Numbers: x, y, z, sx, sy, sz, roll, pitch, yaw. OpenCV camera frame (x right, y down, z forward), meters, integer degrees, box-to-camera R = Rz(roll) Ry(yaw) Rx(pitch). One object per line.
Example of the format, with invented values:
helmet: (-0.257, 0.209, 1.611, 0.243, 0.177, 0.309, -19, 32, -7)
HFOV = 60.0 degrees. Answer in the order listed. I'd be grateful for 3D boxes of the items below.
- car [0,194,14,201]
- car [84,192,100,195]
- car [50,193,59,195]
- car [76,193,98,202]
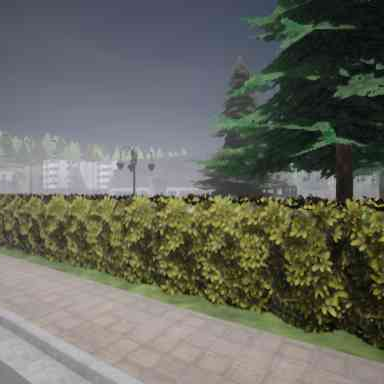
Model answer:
car: (-43.666, 1.269, 76.470, 2.007, 1.523, 4.514, 0, 0, 39)
car: (-18.837, 1.065, 66.043, 1.932, 1.855, 4.605, 0, 0, 39)
car: (-31.200, 1.124, 75.729, 2.152, 1.636, 5.027, 0, 0, 39)
car: (-21.339, 1.045, 67.577, 1.905, 1.878, 3.866, 0, 0, 39)
